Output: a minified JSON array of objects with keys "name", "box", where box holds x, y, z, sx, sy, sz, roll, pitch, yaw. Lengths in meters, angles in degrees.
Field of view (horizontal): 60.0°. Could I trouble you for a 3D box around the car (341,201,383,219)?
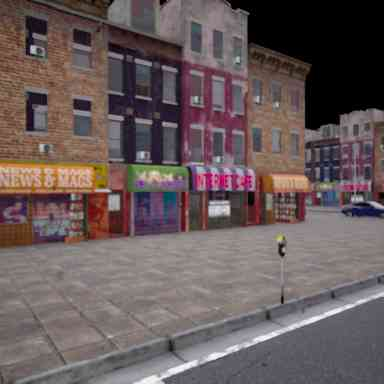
[{"name":"car","box":[15.026,1.516,28.173,1.812,1.442,4.674,0,0,-35]}]
